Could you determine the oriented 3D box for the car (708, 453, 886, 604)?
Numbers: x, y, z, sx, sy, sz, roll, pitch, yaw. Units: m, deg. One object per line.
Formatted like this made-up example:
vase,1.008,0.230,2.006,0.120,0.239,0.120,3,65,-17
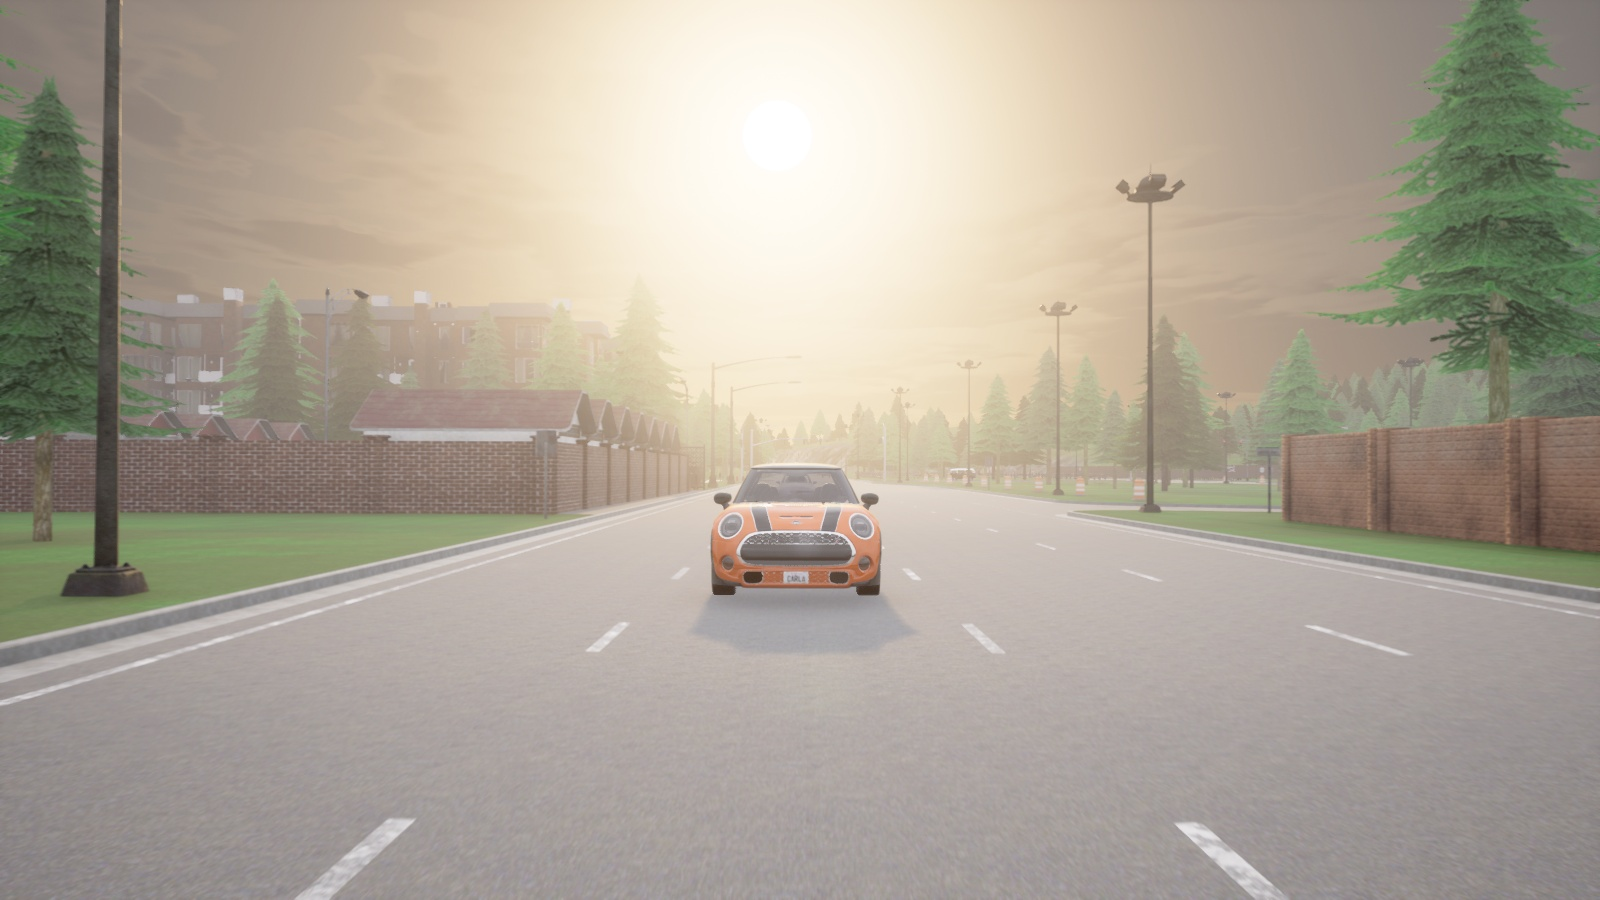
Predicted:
car,-0.044,0.959,17.073,2.097,1.767,4.553,0,-1,0
